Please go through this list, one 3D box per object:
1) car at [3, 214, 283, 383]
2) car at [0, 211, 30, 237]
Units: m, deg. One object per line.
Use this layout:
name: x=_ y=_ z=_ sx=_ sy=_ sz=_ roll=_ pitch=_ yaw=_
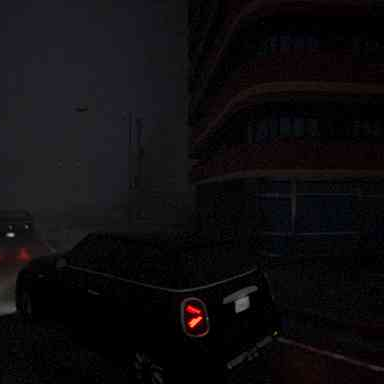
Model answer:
car: x=-0.994 y=1.352 z=5.344 sx=4.553 sy=1.767 sz=2.097 roll=0 pitch=0 yaw=41
car: x=-8.973 y=1.601 z=16.766 sx=1.895 sy=1.301 sz=4.718 roll=0 pitch=0 yaw=-25
